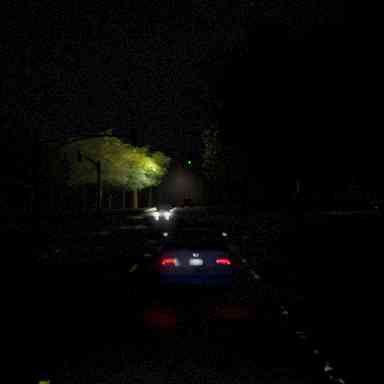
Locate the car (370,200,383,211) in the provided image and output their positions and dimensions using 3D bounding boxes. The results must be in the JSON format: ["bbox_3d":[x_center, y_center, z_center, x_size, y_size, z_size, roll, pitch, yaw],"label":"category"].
[{"bbox_3d":[18.259,0.961,28.952,4.718,1.301,1.895,-2,-1,2],"label":"car"}]

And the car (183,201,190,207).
[{"bbox_3d":[-1.518,3.291,89.996,1.837,1.490,4.892,0,-2,-1],"label":"car"}]

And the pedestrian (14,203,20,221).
[{"bbox_3d":[-18.093,2.072,34.226,0.375,1.860,0.375,0,1,2],"label":"pedestrian"}]

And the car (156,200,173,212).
[{"bbox_3d":[-4.172,2.219,48.387,1.895,1.301,4.718,0,-1,-1],"label":"car"}]

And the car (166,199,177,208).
[{"bbox_3d":[-4.746,2.579,77.899,2.150,2.045,5.566,0,-2,-1],"label":"car"}]

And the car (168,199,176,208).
[{"bbox_3d":[-4.358,2.171,57.491,2.097,1.767,4.553,0,-1,-1],"label":"car"}]

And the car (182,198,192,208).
[{"bbox_3d":[-1.127,2.434,73.269,2.150,2.045,5.566,0,-2,-1],"label":"car"}]

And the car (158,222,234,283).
[{"bbox_3d":[0.092,1.595,9.803,2.033,1.411,5.357,0,0,0],"label":"car"}]
